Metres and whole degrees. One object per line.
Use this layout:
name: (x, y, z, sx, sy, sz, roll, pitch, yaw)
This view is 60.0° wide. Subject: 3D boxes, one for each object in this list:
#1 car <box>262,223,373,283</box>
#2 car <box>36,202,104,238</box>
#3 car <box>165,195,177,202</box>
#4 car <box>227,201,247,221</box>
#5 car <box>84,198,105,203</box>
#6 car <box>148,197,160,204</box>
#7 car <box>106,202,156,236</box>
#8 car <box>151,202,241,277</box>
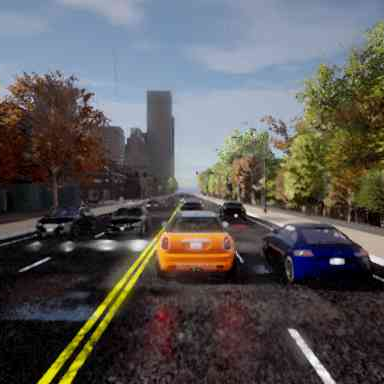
car: (3.353, 1.570, 9.679, 1.994, 1.385, 4.181, 0, 0, 0)
car: (-6.602, 1.503, 17.909, 2.128, 1.511, 4.902, 0, 0, 0)
car: (-3.842, 1.448, 62.590, 2.097, 1.767, 4.553, 0, 0, -1)
car: (3.299, 1.522, 27.516, 1.837, 1.490, 4.892, 0, 0, -1)
car: (-20.674, 1.869, 70.348, 4.313, 1.339, 1.947, -1, 1, -1)
car: (-7.091, 1.634, 62.507, 2.033, 1.411, 5.357, 0, 0, -1)
car: (-3.353, 1.517, 18.389, 1.837, 1.490, 4.892, 0, 0, 0)
car: (0.104, 1.359, 10.443, 2.097, 1.767, 4.553, 0, 0, 0)
